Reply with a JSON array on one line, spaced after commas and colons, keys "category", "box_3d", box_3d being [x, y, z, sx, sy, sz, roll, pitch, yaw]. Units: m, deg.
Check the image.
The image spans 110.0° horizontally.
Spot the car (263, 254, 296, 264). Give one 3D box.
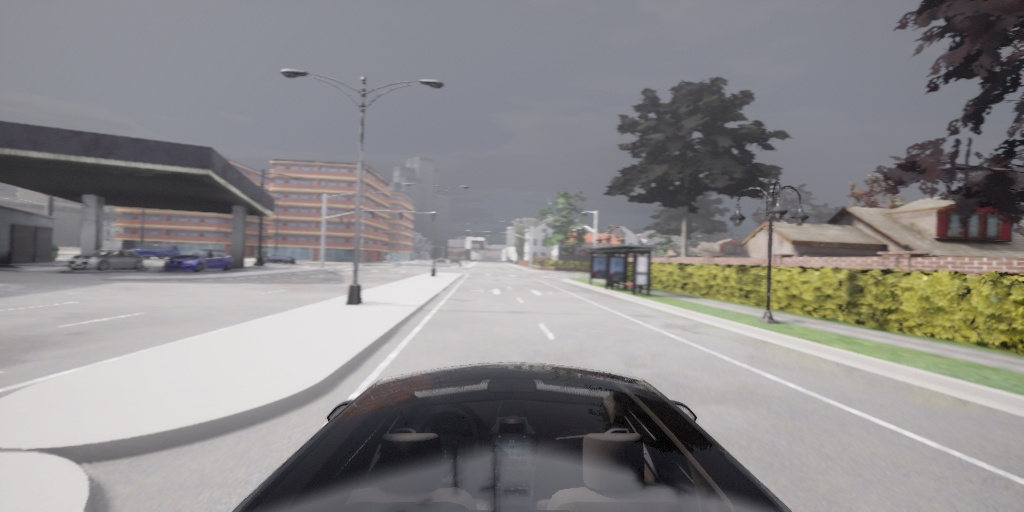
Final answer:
[{"category": "car", "box_3d": [-32.502, 0.421, 49.964, 4.181, 1.385, 1.994, 2, 0, -5]}]
